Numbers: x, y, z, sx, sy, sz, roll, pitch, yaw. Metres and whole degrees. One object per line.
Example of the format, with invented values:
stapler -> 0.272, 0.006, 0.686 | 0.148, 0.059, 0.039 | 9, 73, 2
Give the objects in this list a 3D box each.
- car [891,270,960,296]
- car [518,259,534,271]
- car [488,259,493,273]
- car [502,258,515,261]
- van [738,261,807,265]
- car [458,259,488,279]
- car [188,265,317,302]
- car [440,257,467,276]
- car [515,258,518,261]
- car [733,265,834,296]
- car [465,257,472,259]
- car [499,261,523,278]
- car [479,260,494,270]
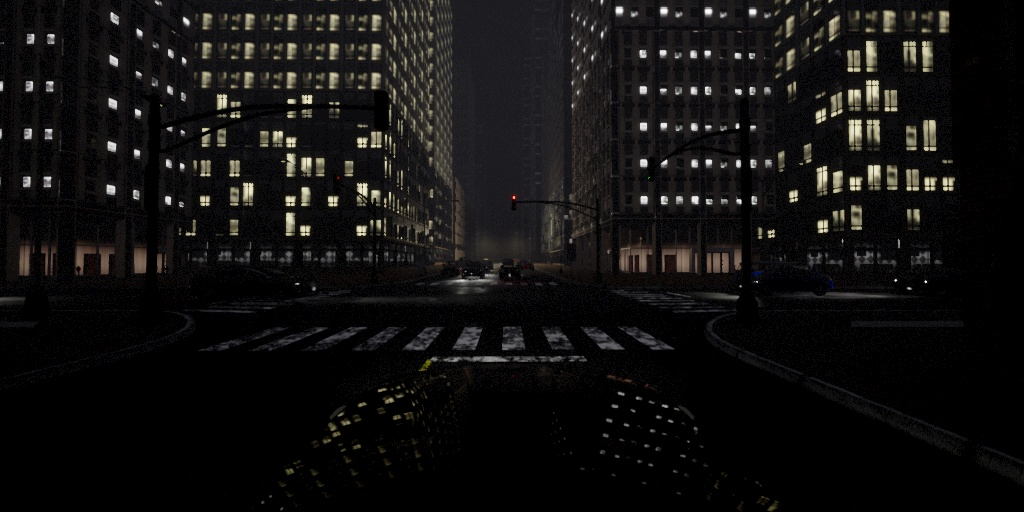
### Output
car -> 23.568, 1.435, 19.315 | 4.718, 1.301, 1.895 | 0, -1, -1
car -> 2.069, 1.350, 48.350 | 1.802, 1.307, 4.207 | 0, 0, -1
car -> -3.653, 1.367, 43.431 | 1.895, 1.301, 4.718 | 0, 0, -1
car -> -0.730, 1.126, 64.255 | 2.097, 1.767, 4.553 | 0, 0, -1
van -> 15.717, 1.210, 21.807 | 3.998, 1.789, 1.690 | 0, 0, -1
car -> -3.519, 1.266, 33.214 | 1.837, 1.490, 4.892 | 0, 0, -1
car -> -11.465, 1.211, 16.085 | 4.902, 1.511, 2.128 | 0, -1, -5
car -> -6.160, 1.203, 37.026 | 1.967, 1.591, 4.097 | 0, 0, -1
car -> 1.919, 1.298, 59.675 | 1.751, 1.417, 4.829 | 0, 0, -1
car -> 14.524, 1.342, 19.212 | 4.674, 1.442, 1.812 | 0, -1, -2
car -> -6.310, 1.082, 48.176 | 2.192, 1.841, 5.009 | 0, 0, -1
car -> -0.267, 1.363, 33.663 | 1.895, 1.301, 4.718 | 0, 0, -1
car -> -3.791, 1.318, 54.068 | 2.033, 1.411, 5.357 | 0, 0, -1
